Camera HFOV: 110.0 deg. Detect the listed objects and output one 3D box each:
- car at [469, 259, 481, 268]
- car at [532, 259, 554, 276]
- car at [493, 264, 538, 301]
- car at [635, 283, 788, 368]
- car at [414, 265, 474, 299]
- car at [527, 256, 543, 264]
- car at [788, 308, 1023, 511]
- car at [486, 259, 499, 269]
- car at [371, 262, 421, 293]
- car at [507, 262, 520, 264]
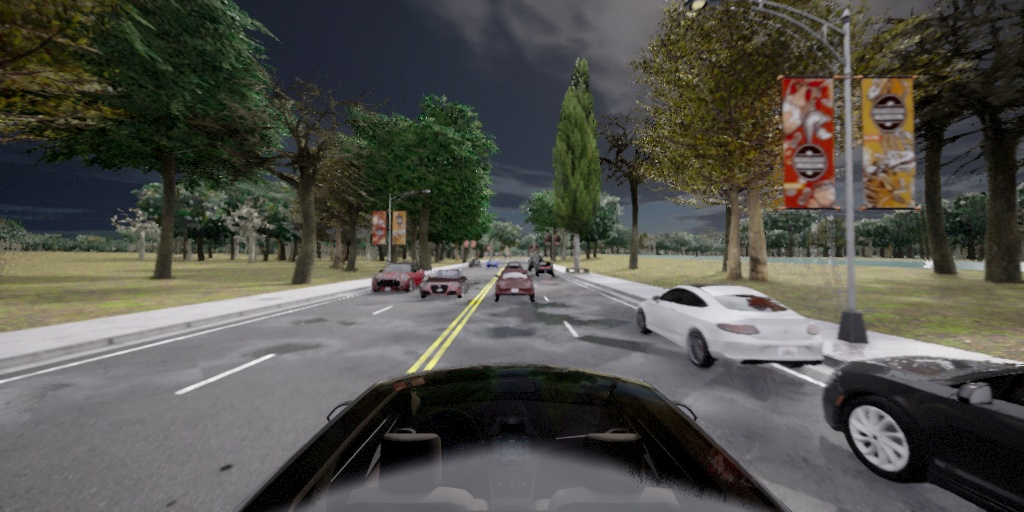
[{"bbox_3d":[-6.417,1.300,62.713,1.837,1.490,4.892,0,0,1],"label":"car"},{"bbox_3d":[3.390,1.346,38.034,1.837,1.490,4.892,0,-1,1],"label":"car"},{"bbox_3d":[0.119,1.334,17.841,1.812,1.442,4.674,0,0,0],"label":"car"},{"bbox_3d":[4.232,1.306,7.803,1.812,1.442,4.674,0,0,0],"label":"car"},{"bbox_3d":[-3.321,1.369,18.365,1.994,1.385,4.181,0,0,0],"label":"car"},{"bbox_3d":[3.341,1.059,49.752,2.150,2.045,5.566,0,0,0],"label":"car"},{"bbox_3d":[4.221,1.262,1.803,1.837,1.490,4.892,0,0,0],"label":"car"},{"bbox_3d":[-3.195,1.286,58.834,1.882,1.535,5.008,0,0,1],"label":"car"},{"bbox_3d":[-6.566,1.161,21.211,2.097,1.767,4.553,0,0,0],"label":"car"},{"bbox_3d":[0.163,1.346,36.363,1.837,1.490,4.892,0,0,0],"label":"car"}]
